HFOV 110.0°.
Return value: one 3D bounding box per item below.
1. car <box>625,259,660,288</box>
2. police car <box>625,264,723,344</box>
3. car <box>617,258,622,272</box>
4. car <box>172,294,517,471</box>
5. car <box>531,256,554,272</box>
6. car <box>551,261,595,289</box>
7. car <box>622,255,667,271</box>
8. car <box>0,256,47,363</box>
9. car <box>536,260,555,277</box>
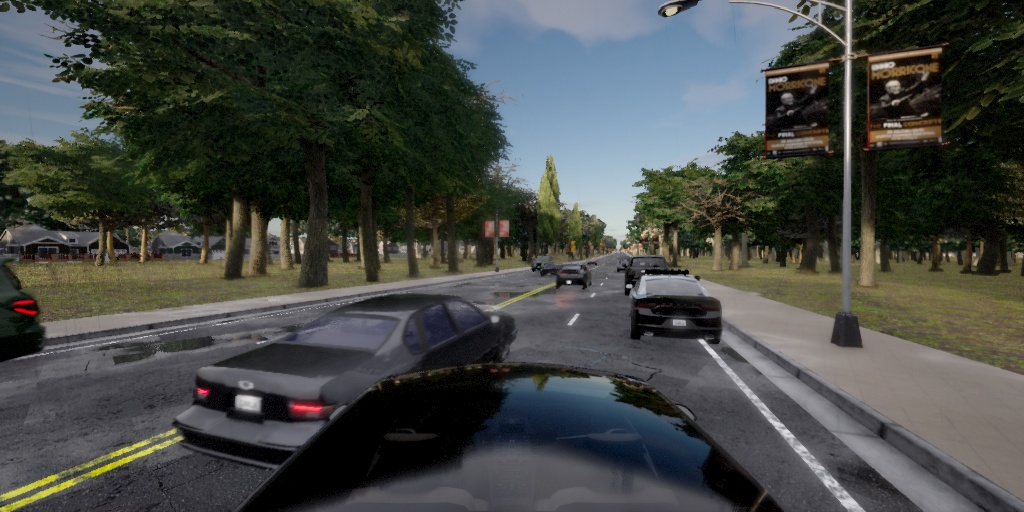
[{"bbox_3d":[8.975,1.102,25.001,2.097,1.767,4.553,0,0,17],"label":"car"},{"bbox_3d":[4.227,1.174,9.866,1.930,1.638,5.238,0,0,17],"label":"police car"},{"bbox_3d":[14.419,1.324,45.544,1.994,1.385,4.181,0,0,19],"label":"car"},{"bbox_3d":[-1.487,1.297,5.437,2.033,1.411,5.357,0,0,17],"label":"car"},{"bbox_3d":[4.030,0.981,45.401,2.150,2.045,5.566,0,0,17],"label":"car"},{"bbox_3d":[4.045,1.255,23.063,1.837,1.490,4.892,0,0,17],"label":"car"},{"bbox_3d":[7.198,0.974,19.331,2.150,2.045,5.566,0,0,17],"label":"car"},{"bbox_3d":[-9.101,0.973,3.542,2.150,2.045,5.566,0,0,17],"label":"car"},{"bbox_3d":[4.009,1.356,34.478,1.895,1.301,4.718,0,0,17],"label":"car"}]
